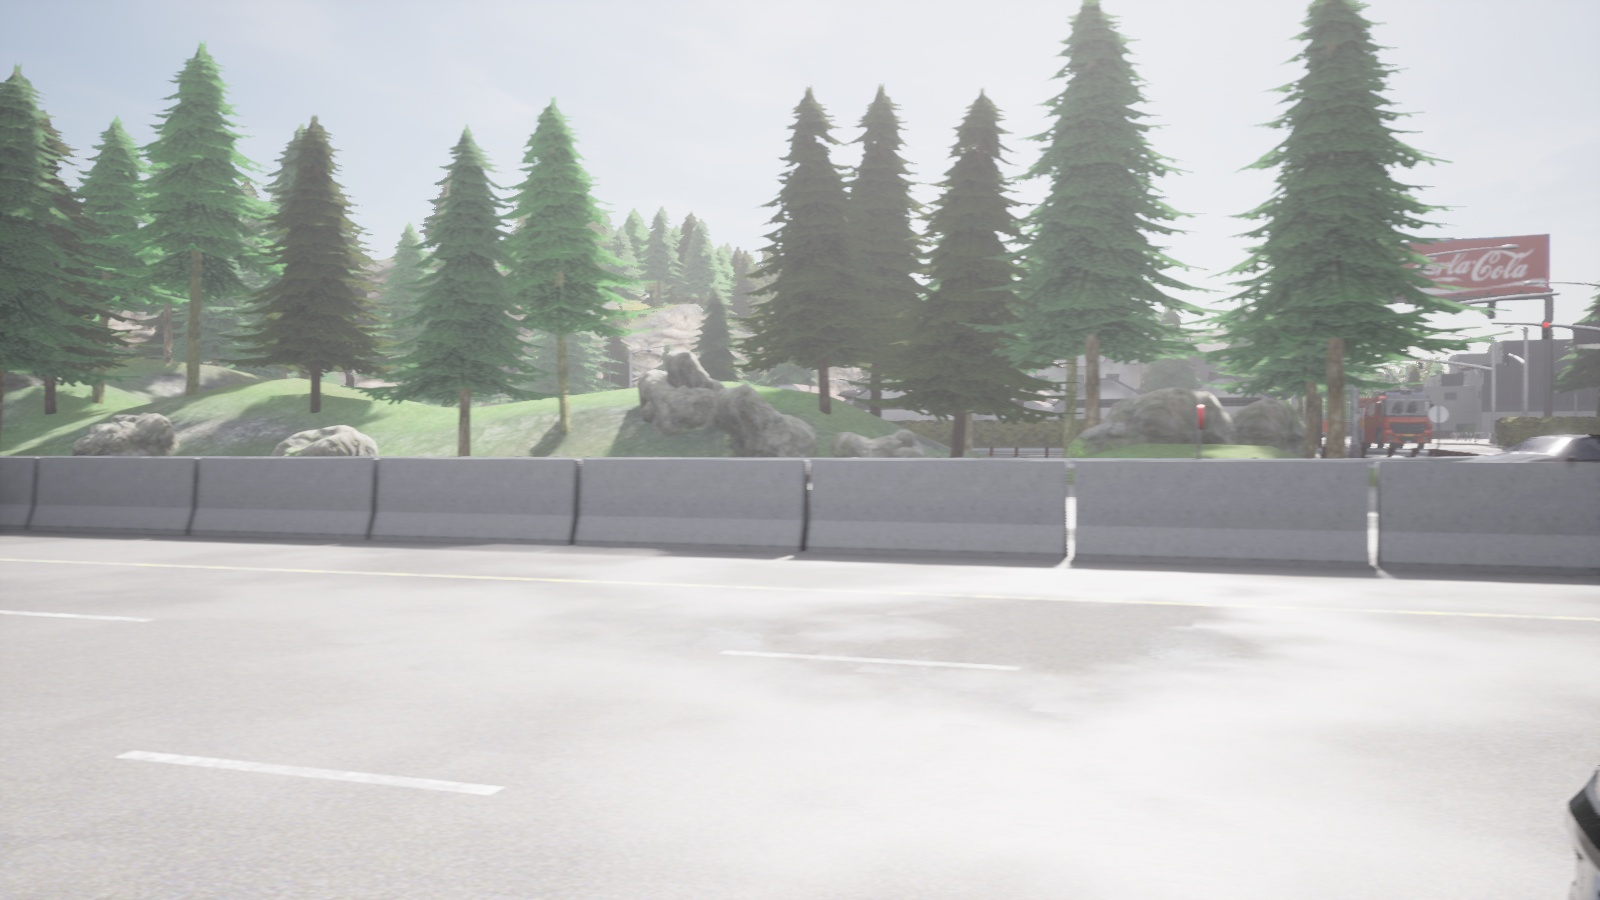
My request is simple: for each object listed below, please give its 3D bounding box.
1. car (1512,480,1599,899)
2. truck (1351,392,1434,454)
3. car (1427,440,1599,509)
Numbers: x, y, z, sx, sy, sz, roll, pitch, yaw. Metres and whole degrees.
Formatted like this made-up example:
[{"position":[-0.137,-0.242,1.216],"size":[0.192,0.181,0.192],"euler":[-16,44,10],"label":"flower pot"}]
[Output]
[{"position":[3.905,0.833,1.880],"size":[4.674,1.442,1.812],"euler":[0,1,19],"label":"car"},{"position":[38.455,-1.689,81.770],"size":[2.891,3.827,8.468],"euler":[1,1,11],"label":"truck"},{"position":[16.696,0.488,27.518],"size":[5.357,1.411,2.033],"euler":[0,1,-17],"label":"car"}]
